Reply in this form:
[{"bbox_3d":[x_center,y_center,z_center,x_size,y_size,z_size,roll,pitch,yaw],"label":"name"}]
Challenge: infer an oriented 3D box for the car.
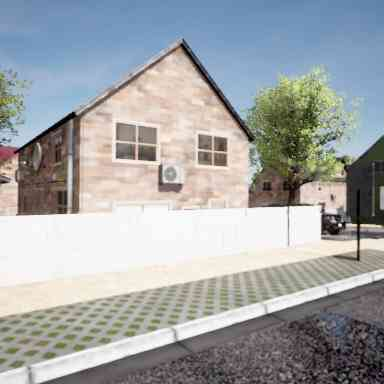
[{"bbox_3d":[7.401,1.766,22.462,2.150,2.045,5.566,1,-3,-35],"label":"car"}]
